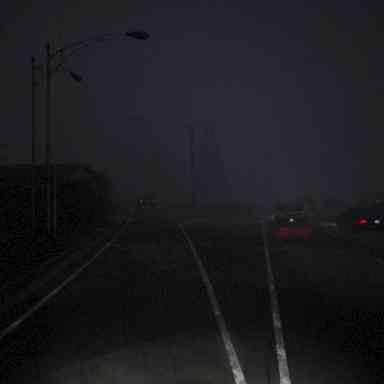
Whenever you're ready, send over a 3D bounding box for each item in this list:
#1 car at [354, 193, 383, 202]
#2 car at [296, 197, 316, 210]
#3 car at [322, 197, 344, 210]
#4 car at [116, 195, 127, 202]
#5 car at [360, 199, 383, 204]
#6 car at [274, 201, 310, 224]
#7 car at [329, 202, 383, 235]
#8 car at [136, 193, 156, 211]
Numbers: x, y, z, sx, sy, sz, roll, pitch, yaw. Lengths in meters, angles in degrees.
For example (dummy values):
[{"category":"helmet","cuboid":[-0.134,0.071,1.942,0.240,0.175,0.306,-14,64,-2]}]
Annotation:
[{"category":"car","cuboid":[20.552,1.111,38.525,2.150,2.045,5.566,0,0,11]},{"category":"car","cuboid":[13.840,1.408,40.657,1.837,1.490,4.892,0,0,11]},{"category":"car","cuboid":[17.573,1.370,41.491,1.882,1.535,5.008,0,0,11]},{"category":"car","cuboid":[-15.921,1.443,75.113,1.812,1.442,4.674,0,0,-22]},{"category":"car","cuboid":[14.123,1.453,24.172,1.812,1.442,4.674,0,0,11]},{"category":"car","cuboid":[6.959,1.547,23.950,1.895,1.301,4.718,0,0,11]},{"category":"car","cuboid":[9.462,1.495,18.587,2.033,1.411,5.357,0,0,11]},{"category":"car","cuboid":[-5.705,1.173,41.148,2.150,2.045,5.566,0,0,-12]}]
